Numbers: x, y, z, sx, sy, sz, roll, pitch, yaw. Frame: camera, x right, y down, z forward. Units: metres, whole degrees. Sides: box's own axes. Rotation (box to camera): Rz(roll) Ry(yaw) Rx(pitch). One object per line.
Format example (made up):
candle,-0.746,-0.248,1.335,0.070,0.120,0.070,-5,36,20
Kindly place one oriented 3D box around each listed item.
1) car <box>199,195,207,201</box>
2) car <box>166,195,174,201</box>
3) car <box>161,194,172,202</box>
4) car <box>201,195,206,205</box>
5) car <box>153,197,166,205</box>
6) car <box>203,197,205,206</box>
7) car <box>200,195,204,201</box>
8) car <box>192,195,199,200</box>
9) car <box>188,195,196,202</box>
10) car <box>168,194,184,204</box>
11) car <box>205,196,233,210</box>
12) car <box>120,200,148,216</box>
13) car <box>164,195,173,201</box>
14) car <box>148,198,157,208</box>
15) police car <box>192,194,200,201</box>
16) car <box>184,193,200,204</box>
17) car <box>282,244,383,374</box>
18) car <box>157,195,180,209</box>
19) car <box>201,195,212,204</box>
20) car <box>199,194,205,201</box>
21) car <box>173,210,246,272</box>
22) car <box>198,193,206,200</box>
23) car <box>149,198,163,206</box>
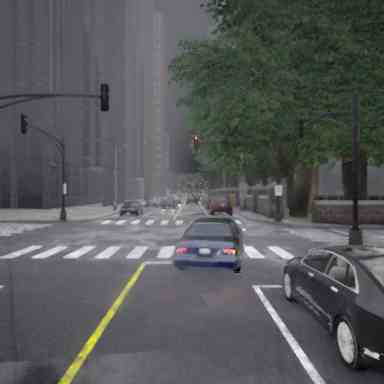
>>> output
car,2.760,1.541,81.437,1.752,1.417,4.829,0,0,0
car,-5.766,1.565,86.720,1.887,1.381,4.507,0,0,0
car,-5.765,1.327,75.806,2.192,1.841,5.009,0,0,0
car,2.761,1.549,48.528,2.008,1.369,4.403,0,0,0
car,-5.764,1.585,59.434,1.802,1.307,4.206,0,0,0
car,2.761,1.561,43.071,1.947,1.339,4.313,0,0,0
car,2.761,1.551,53.985,2.008,1.369,4.403,0,0,0
car,0.897,1.533,92.815,1.837,1.490,4.892,0,0,0
car,-0.002,1.356,72.280,1.882,1.535,5.008,0,0,0
car,-3.026,1.532,62.756,1.812,1.442,4.674,0,0,1
car,2.762,1.305,32.159,2.192,1.841,5.009,0,0,0
car,-5.763,1.556,32.149,1.947,1.339,4.313,0,0,0
car,-5.765,1.560,81.262,1.887,1.381,4.507,0,0,0
car,-5.764,1.549,48.520,2.008,1.369,4.403,0,0,0
police car,0.897,1.443,82.925,1.930,1.638,5.238,0,0,0
car,0.050,1.358,62.224,2.097,1.767,4.553,0,0,0
car,2.763,1.547,5.494,2.008,1.369,4.403,0,0,0
car,-3.097,1.543,44.393,2.033,1.411,5.357,0,0,0
car,2.761,1.446,64.898,1.967,1.590,4.097,0,0,0
car,2.761,1.443,59.441,1.967,1.590,4.097,0,0,0
car,0.737,1.546,10.852,2.033,1.411,5.357,0,0,9
car,2.759,1.341,92.180,2.192,1.841,5.009,0,0,0
car,-5.764,1.582,53.977,1.802,1.307,4.206,0,0,0
